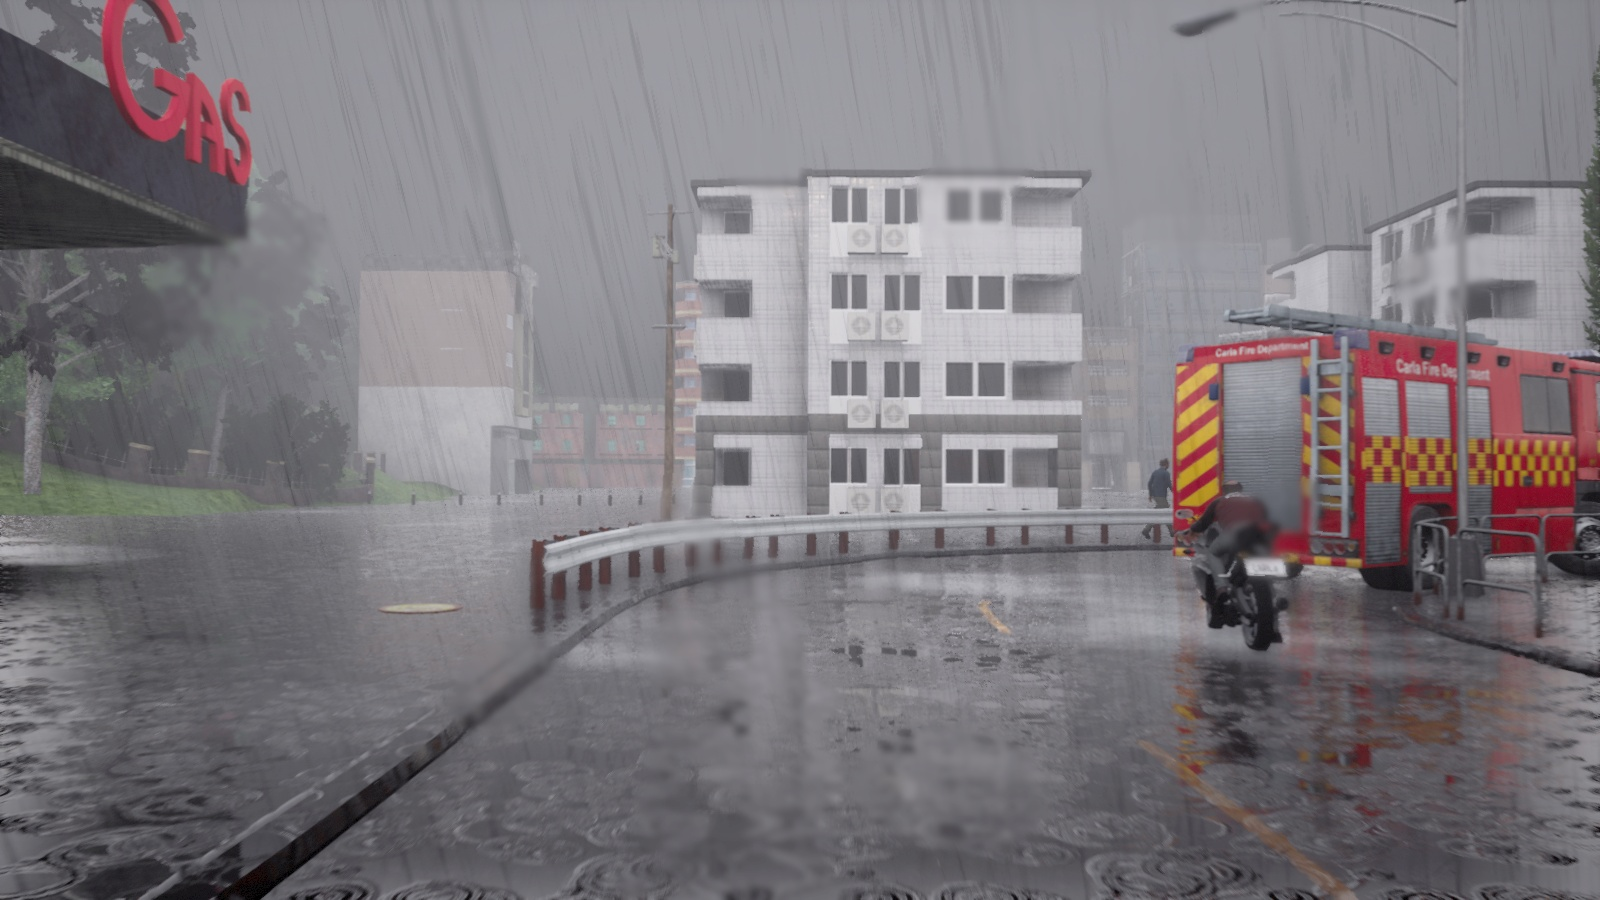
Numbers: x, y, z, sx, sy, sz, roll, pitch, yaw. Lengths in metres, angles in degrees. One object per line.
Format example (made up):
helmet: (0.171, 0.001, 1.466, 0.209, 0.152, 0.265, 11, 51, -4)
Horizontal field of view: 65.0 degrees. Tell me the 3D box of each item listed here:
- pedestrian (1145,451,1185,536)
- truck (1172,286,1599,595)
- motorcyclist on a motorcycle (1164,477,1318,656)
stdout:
pedestrian: (8.003, 0.954, 27.566, 0.726, 1.842, 0.402, 0, -1, -12)
truck: (9.592, -0.066, 19.204, 8.468, 3.827, 2.891, 0, -1, -36)
motorcyclist on a motorcycle: (4.146, 1.034, 12.004, 0.866, 1.530, 2.191, 0, -1, 5)
